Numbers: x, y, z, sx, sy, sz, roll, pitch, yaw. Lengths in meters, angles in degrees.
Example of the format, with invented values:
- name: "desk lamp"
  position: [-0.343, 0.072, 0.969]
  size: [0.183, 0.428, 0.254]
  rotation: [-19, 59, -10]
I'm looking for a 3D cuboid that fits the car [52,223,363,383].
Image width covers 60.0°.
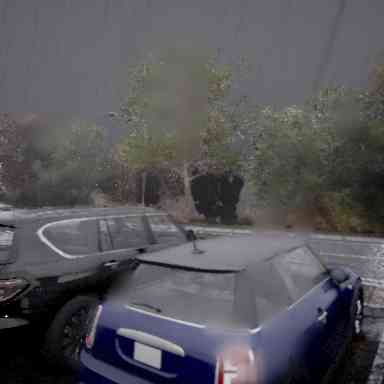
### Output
- name: "car"
  position: [0.859, 1.370, 4.492]
  size: [2.185, 1.767, 4.553]
  rotation: [-1, 0, 35]

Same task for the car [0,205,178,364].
- name: "car"
  position: [-1.366, 1.274, 6.148]
  size: [2.435, 2.045, 5.566]
  rotation: [-1, 0, 35]
